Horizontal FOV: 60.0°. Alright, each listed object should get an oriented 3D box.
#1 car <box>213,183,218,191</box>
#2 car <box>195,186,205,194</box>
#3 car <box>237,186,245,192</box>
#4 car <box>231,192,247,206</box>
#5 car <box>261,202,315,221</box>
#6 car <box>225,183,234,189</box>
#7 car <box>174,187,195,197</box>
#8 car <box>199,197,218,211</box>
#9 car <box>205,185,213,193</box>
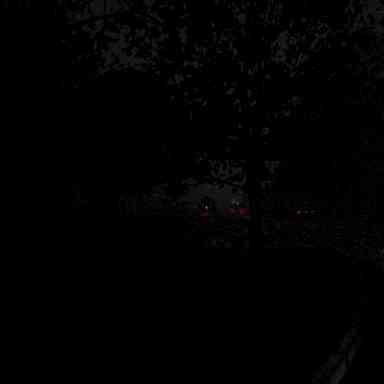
[{"bbox_3d":[4.818,-1.166,83.115,2.435,2.045,5.566,0,3,23],"label":"car"},{"bbox_3d":[0.310,-0.239,72.755,1.946,1.575,5.366,0,3,23],"label":"car"},{"bbox_3d":[9.276,0.151,63.730,1.812,1.442,4.674,0,3,23],"label":"car"},{"bbox_3d":[6.622,1.169,46.199,1.812,1.442,4.674,0,3,14],"label":"car"},{"bbox_3d":[7.387,1.545,27.035,2.033,1.411,5.357,0,0,-27],"label":"car"},{"bbox_3d":[9.216,-1.548,93.245,2.163,1.488,4.792,0,3,24],"label":"car"},{"bbox_3d":[-1.897,0.094,67.703,1.946,1.575,5.366,0,3,24],"label":"car"},{"bbox_3d":[2.010,1.398,39.947,1.837,1.490,4.892,-1,1,8],"label":"car"},{"bbox_3d":[2.509,-0.571,77.813,1.946,1.575,5.366,0,3,24],"label":"car"}]
